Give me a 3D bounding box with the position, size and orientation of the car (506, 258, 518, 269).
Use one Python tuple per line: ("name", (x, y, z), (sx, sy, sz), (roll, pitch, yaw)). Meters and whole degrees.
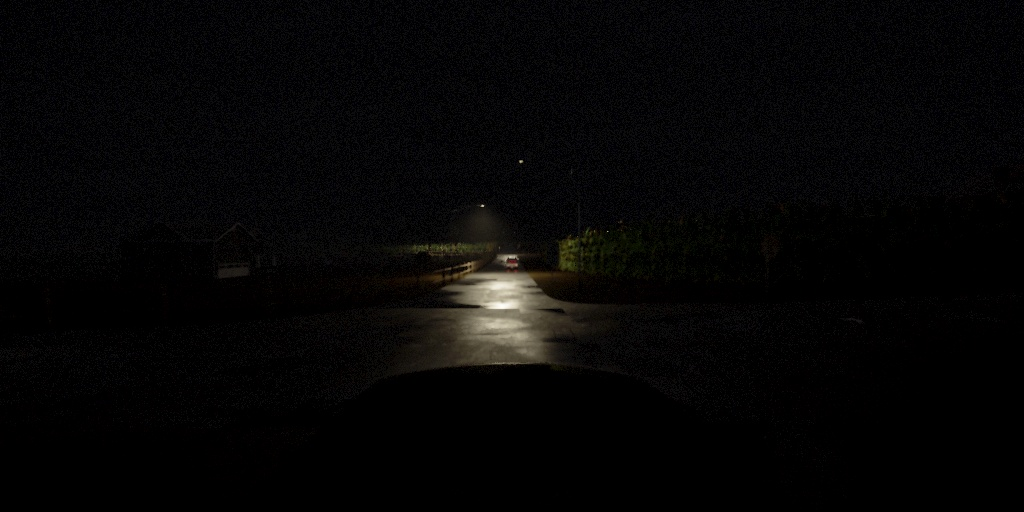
("car", (0.000, 1.345, 54.859), (1.895, 1.301, 4.718), (0, 1, 0))
